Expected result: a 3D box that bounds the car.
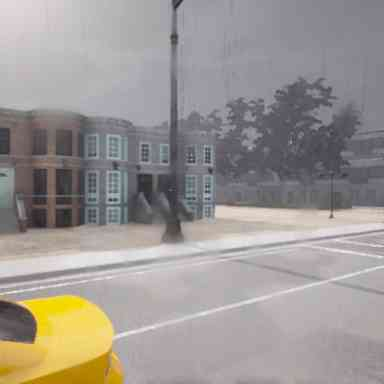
[{"bbox_3d":[-2.901,1.473,1.898,5.008,1.535,1.882,0,0,-35],"label":"car"}]
